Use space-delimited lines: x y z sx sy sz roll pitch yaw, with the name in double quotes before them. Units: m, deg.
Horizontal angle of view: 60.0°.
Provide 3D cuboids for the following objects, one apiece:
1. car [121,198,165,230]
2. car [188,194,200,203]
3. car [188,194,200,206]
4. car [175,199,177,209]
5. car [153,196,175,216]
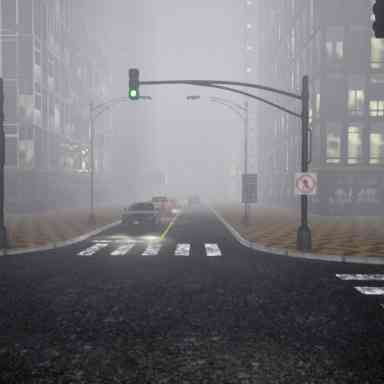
"car" -2.980 1.351 20.321 1.882 1.535 5.008 0 0 0
"car" 0.340 1.182 60.520 2.128 1.511 4.902 0 0 0
"car" 0.281 1.283 50.104 2.033 1.411 5.357 0 0 0
"car" -2.854 1.369 41.770 1.895 1.301 4.718 0 0 0
"car" -2.923 1.176 30.214 2.097 1.767 4.553 0 0 0
